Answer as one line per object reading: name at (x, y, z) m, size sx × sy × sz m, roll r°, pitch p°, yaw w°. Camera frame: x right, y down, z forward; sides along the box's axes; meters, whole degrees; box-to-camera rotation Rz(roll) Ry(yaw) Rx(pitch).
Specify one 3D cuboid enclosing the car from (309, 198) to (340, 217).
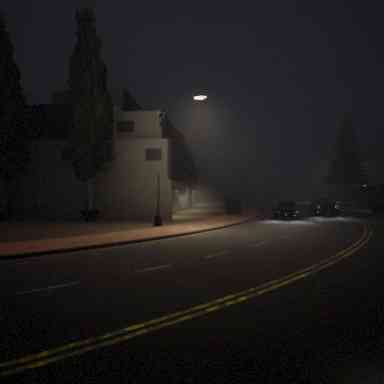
car at (12.467, 1.347, 31.523) m, size 2.097 × 1.767 × 4.553 m, roll 0°, pitch 0°, yaw 11°

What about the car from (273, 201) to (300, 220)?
car at (8.024, 1.520, 28.231) m, size 1.837 × 1.490 × 4.892 m, roll 0°, pitch 0°, yaw 17°

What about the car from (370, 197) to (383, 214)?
car at (20.100, 1.307, 34.231) m, size 2.097 × 1.767 × 4.553 m, roll 0°, pitch 0°, yaw 9°
